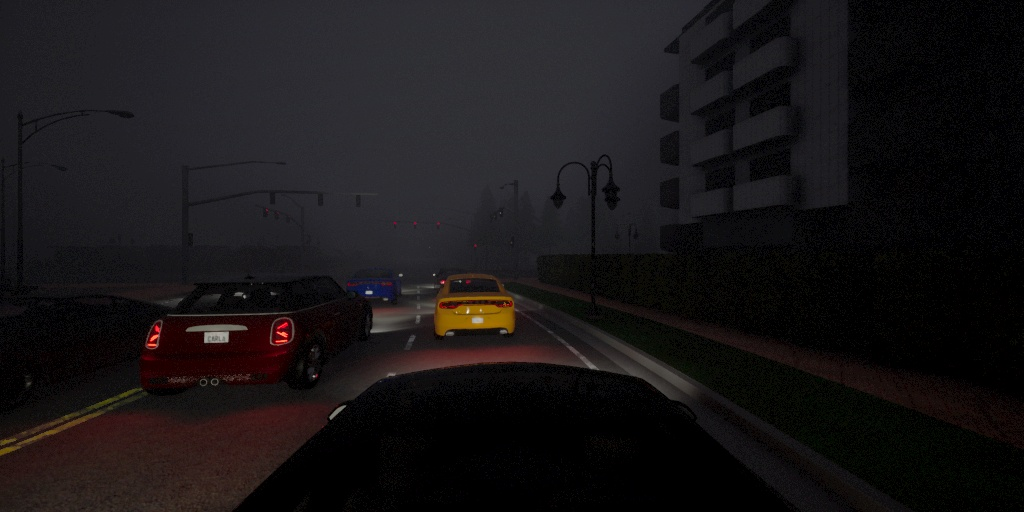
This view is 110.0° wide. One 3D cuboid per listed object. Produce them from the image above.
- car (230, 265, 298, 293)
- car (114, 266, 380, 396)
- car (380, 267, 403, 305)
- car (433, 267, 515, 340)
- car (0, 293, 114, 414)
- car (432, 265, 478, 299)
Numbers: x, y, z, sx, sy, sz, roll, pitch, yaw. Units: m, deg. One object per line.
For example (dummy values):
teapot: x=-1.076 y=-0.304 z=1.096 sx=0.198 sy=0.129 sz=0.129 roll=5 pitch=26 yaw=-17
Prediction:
car: x=-14.695 y=1.315 z=21.560 sx=1.994 sy=1.385 sz=4.181 roll=0 pitch=0 yaw=-14
car: x=-4.214 y=1.102 z=6.878 sx=2.097 sy=1.767 sz=4.553 roll=0 pitch=0 yaw=-8
car: x=-5.976 y=1.228 z=15.939 sx=1.882 sy=1.535 sz=5.008 roll=0 pitch=0 yaw=-14
car: x=-1.161 y=1.228 z=10.121 sx=1.882 sy=1.535 sz=5.008 roll=0 pitch=0 yaw=-10
car: x=-7.596 y=1.314 z=5.678 sx=1.994 sy=1.385 sz=4.181 roll=0 pitch=0 yaw=-8
car: x=-3.289 y=1.297 z=19.713 sx=2.033 sy=1.411 sz=5.357 roll=0 pitch=0 yaw=-14
